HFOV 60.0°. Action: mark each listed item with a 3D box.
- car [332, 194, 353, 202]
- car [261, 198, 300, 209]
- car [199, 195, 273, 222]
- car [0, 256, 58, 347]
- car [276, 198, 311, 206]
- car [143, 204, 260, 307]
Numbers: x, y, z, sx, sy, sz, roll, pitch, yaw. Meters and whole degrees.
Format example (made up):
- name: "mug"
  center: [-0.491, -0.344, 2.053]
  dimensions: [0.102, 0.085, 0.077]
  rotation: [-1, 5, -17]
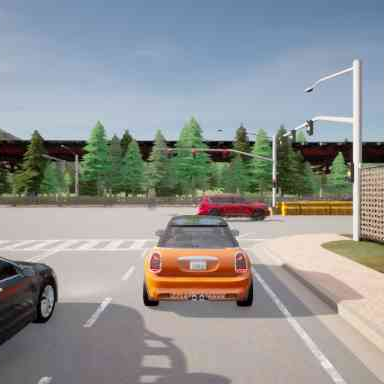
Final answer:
- name: "car"
  center: [21.332, 1.221, 44.037]
  dimensions: [5.566, 2.045, 2.150]
  rotation: [0, 0, -2]
- name: "car"
  center: [11.633, 1.526, 43.739]
  dimensions: [4.674, 1.442, 1.812]
  rotation: [0, 0, -2]
- name: "car"
  center: [3.180, 1.223, 25.768]
  dimensions: [5.566, 2.045, 2.150]
  rotation: [0, 0, -2]
- name: "car"
  center: [-3.399, 1.505, 4.285]
  dimensions: [1.837, 1.490, 4.892]
  rotation: [0, 0, 0]
- name: "car"
  center: [11.957, 1.601, 36.710]
  dimensions: [4.718, 1.301, 1.895]
  rotation: [0, 0, -3]
- name: "car"
  center: [0.128, 1.352, 8.161]
  dimensions: [2.097, 1.767, 4.553]
  rotation: [0, 0, 0]
